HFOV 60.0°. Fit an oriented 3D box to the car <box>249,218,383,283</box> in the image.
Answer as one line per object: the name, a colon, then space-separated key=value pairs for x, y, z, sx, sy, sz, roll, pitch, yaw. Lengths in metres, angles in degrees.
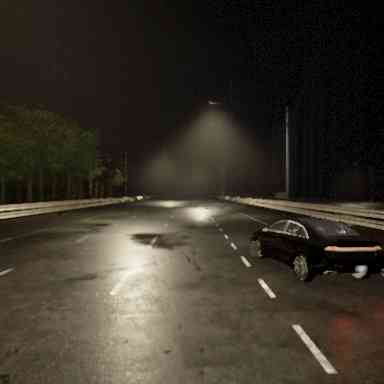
car: x=3.295 y=1.500 z=9.780 sx=2.128 sy=1.511 sz=4.902 roll=1 pitch=0 yaw=-11
